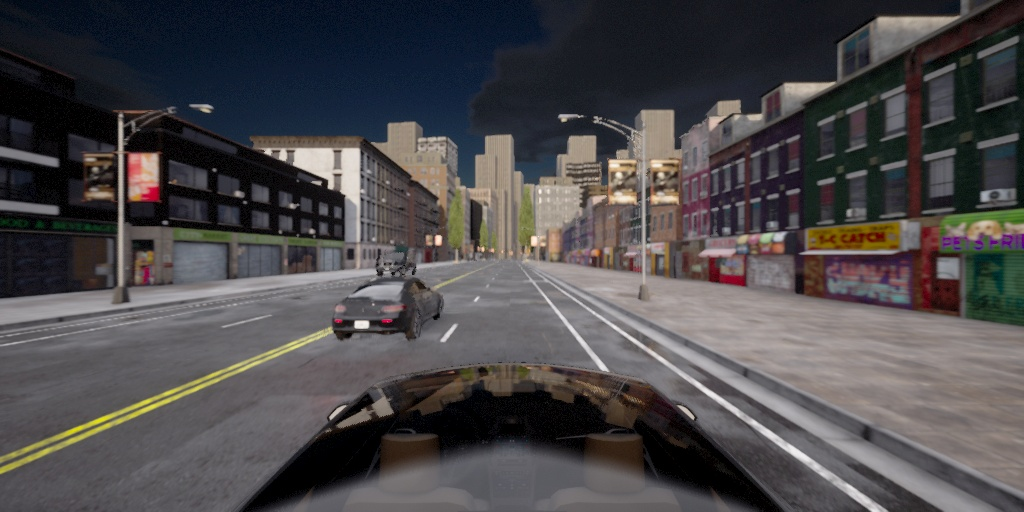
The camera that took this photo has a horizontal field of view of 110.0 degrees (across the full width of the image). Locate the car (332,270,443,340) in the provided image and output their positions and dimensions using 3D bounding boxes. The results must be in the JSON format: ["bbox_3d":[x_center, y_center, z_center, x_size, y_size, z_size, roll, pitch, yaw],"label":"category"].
[{"bbox_3d":[-3.151,1.273,9.827,1.812,1.442,4.674,0,0,0],"label":"car"}]

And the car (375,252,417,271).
[{"bbox_3d":[-9.750,0.628,30.745,2.150,2.045,5.566,0,0,0],"label":"car"}]
